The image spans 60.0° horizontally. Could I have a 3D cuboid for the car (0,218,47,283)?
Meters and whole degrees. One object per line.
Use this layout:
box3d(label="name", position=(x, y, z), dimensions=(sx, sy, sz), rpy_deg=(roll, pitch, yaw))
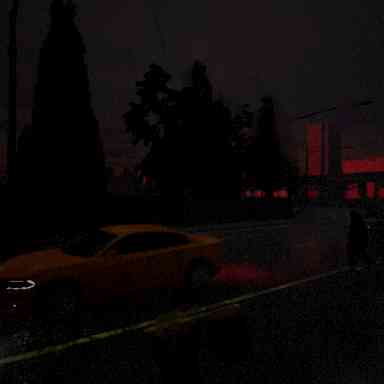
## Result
box3d(label="car", position=(-6.296, 1.524, 8.243), dimensions=(4.674, 1.442, 1.812), rpy_deg=(0, 0, -36))

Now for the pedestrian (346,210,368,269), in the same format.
box3d(label="pedestrian", position=(4.980, 1.370, 10.084), dimensions=(0.375, 1.860, 0.375), rpy_deg=(0, -1, -41))

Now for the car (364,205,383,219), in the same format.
box3d(label="car", position=(21.720, 2.375, 39.671), dimensions=(1.882, 1.535, 5.008), rpy_deg=(1, -1, 25))

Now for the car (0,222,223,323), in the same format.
box3d(label="car", position=(-1.534, 1.484, 7.403), dimensions=(5.008, 1.535, 1.882), rpy_deg=(0, 0, -38))
